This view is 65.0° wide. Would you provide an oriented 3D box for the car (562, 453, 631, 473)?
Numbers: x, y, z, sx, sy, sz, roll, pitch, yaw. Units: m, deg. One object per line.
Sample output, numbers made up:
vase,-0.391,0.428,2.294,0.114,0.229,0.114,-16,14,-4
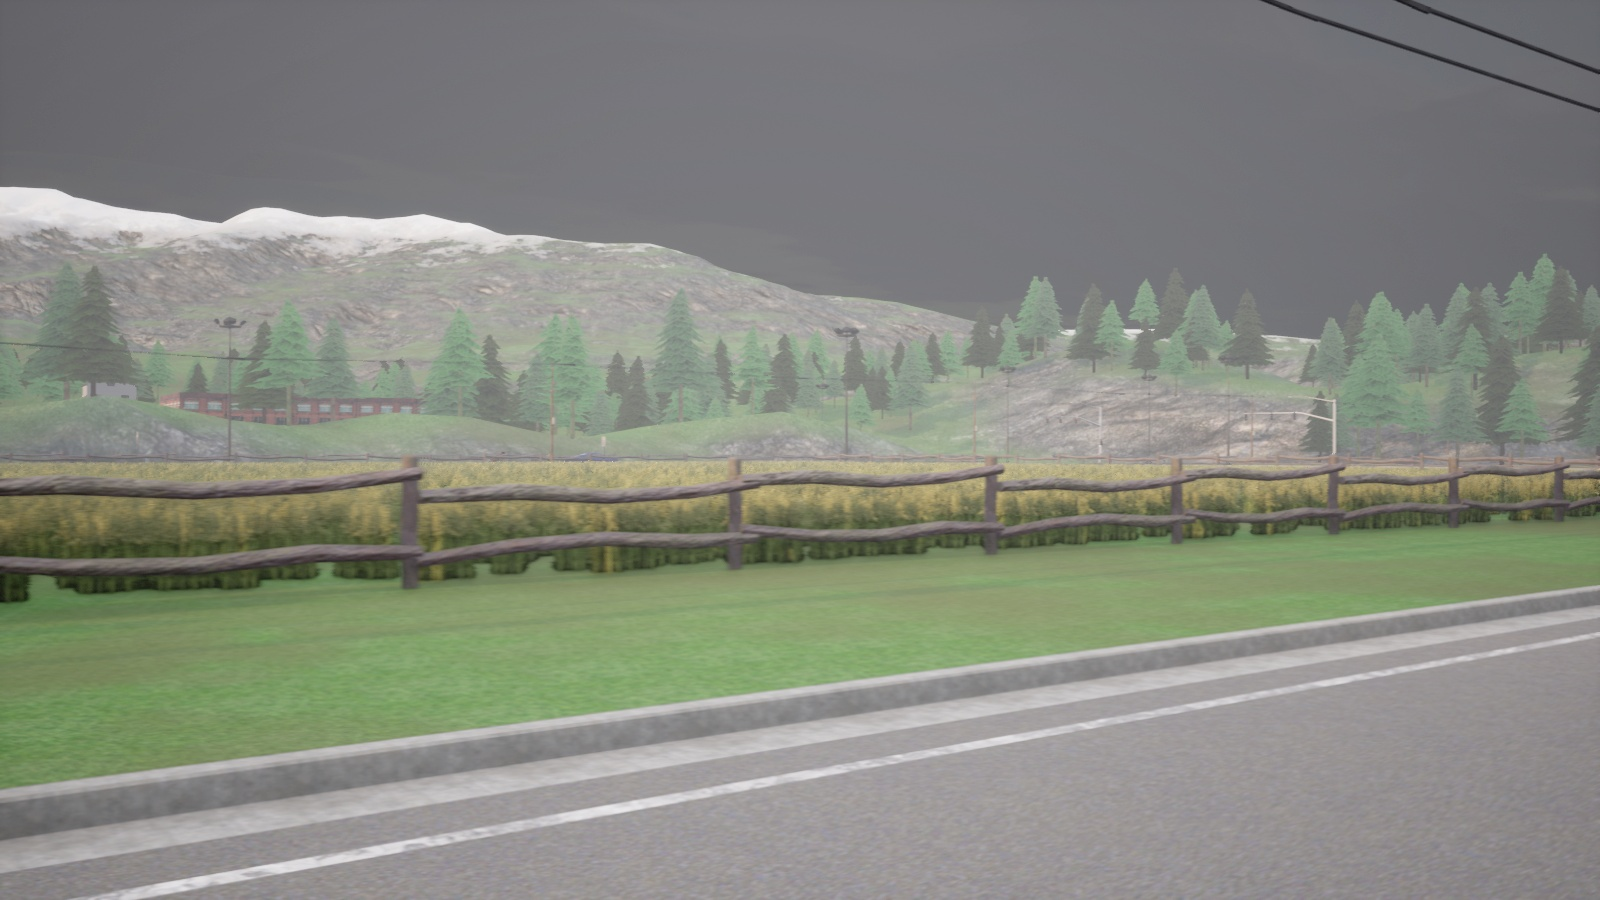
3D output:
car,-15.806,0.995,97.584,5.008,1.535,1.882,0,0,-35
